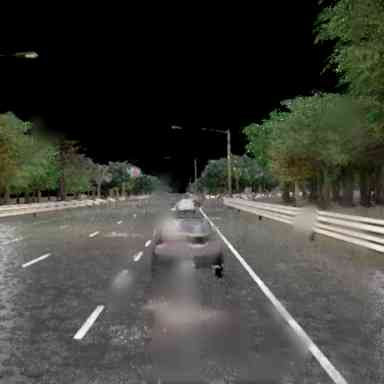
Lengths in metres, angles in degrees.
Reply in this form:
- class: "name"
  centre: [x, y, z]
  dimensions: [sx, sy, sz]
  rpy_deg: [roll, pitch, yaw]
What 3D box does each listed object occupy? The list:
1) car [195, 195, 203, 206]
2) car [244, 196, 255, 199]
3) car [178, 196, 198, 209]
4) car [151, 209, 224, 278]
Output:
- class: "car"
  centre: [0.618, 1.373, 56.521]
  dimensions: [2.097, 1.767, 4.553]
  rpy_deg: [-1, 0, 10]
- class: "car"
  centre: [16.073, 1.284, 93.056]
  dimensions: [1.895, 1.301, 4.718]
  rpy_deg: [-1, 0, 37]
- class: "car"
  centre: [-0.609, 1.570, 38.201]
  dimensions: [1.812, 1.442, 4.674]
  rpy_deg: [-1, 0, -1]
- class: "car"
  centre: [-0.142, 1.501, 10.189]
  dimensions: [2.128, 1.511, 4.902]
  rpy_deg: [-1, 0, -1]
